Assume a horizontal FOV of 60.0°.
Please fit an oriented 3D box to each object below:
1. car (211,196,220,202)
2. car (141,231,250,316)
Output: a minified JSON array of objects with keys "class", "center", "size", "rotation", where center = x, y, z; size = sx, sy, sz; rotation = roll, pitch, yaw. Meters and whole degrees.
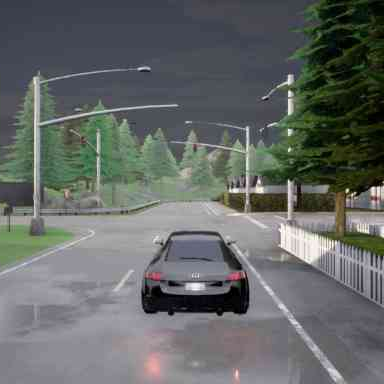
[{"class":"car","center":[6.702,1.525,72.823],"size":[5.357,1.411,2.033],"rotation":[0,0,-22]},{"class":"car","center":[0.075,1.564,7.604],"size":[1.994,1.385,4.181],"rotation":[0,0,1]}]
